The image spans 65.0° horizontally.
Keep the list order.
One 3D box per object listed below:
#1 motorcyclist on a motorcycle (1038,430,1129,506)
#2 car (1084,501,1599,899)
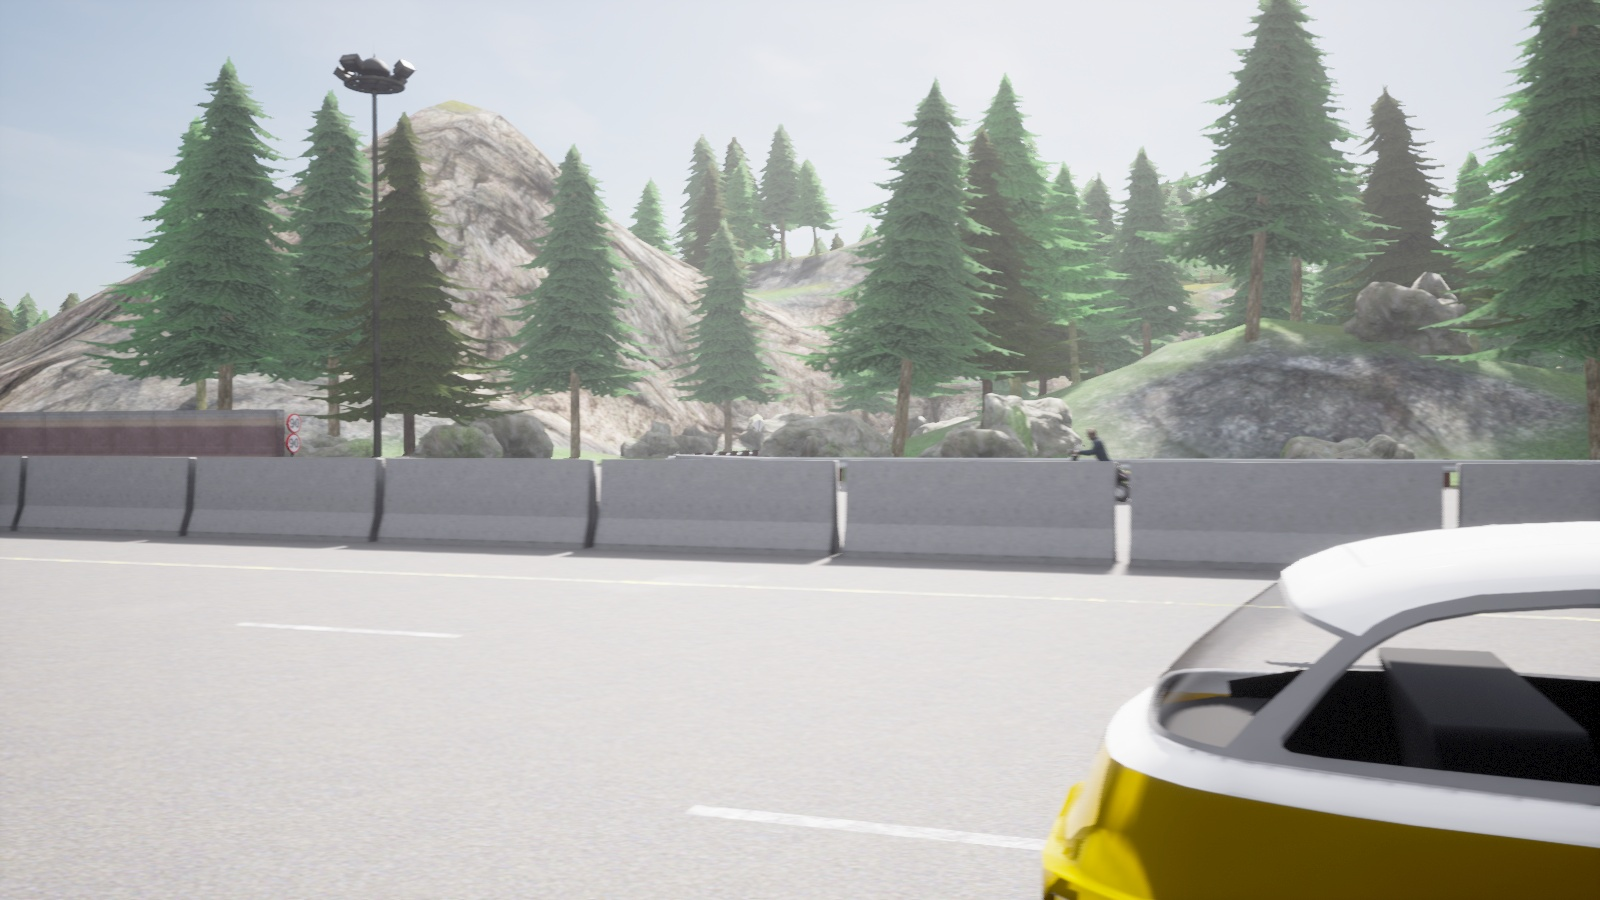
[{"bbox_3d":[6.094,0.371,26.990,1.817,1.590,0.866,1,1,19],"label":"motorcyclist on a motorcycle"},{"bbox_3d":[1.790,0.846,2.592,2.207,1.376,1.481,0,1,19],"label":"car"}]
